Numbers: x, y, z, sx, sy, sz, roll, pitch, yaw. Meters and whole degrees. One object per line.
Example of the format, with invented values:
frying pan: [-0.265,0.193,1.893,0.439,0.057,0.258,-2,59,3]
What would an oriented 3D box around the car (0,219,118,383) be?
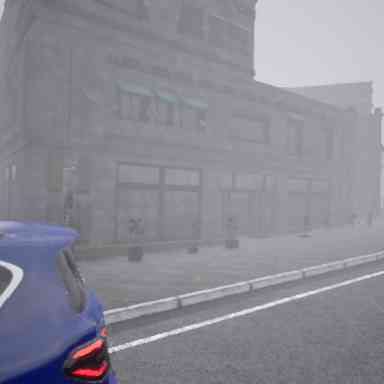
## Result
car: [-3.117,1.215,1.458,5.566,2.045,2.150,1,-1,-35]
